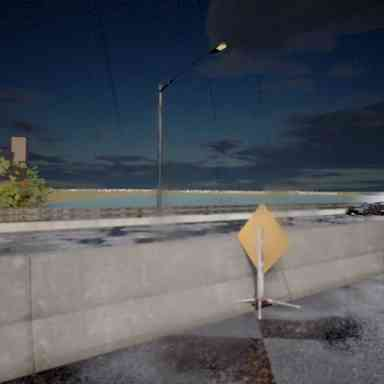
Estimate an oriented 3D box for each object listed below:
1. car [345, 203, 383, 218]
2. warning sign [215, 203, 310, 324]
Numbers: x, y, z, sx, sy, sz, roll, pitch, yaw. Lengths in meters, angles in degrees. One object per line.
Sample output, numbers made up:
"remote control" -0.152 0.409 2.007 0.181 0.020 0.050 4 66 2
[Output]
"car" 17.689 1.774 33.537 5.357 1.411 2.033 0 0 -35
"warning sign" 1.252 1.146 6.055 1.060 1.860 1.300 1 -1 -35
